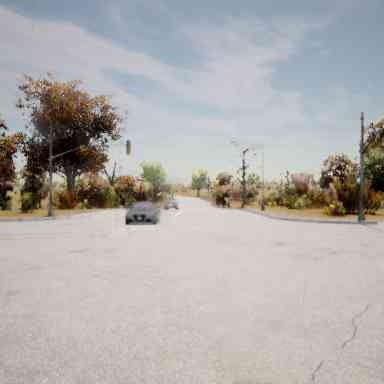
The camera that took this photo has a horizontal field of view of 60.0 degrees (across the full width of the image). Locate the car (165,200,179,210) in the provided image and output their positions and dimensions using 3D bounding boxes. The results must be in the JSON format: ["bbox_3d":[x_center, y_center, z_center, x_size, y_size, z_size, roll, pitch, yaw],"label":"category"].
[{"bbox_3d":[-2.969,1.865,48.210,2.128,1.511,4.902,0,-2,1],"label":"car"}]

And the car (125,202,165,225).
[{"bbox_3d":[-3.218,1.405,22.468,1.994,1.385,4.181,0,0,1],"label":"car"}]
